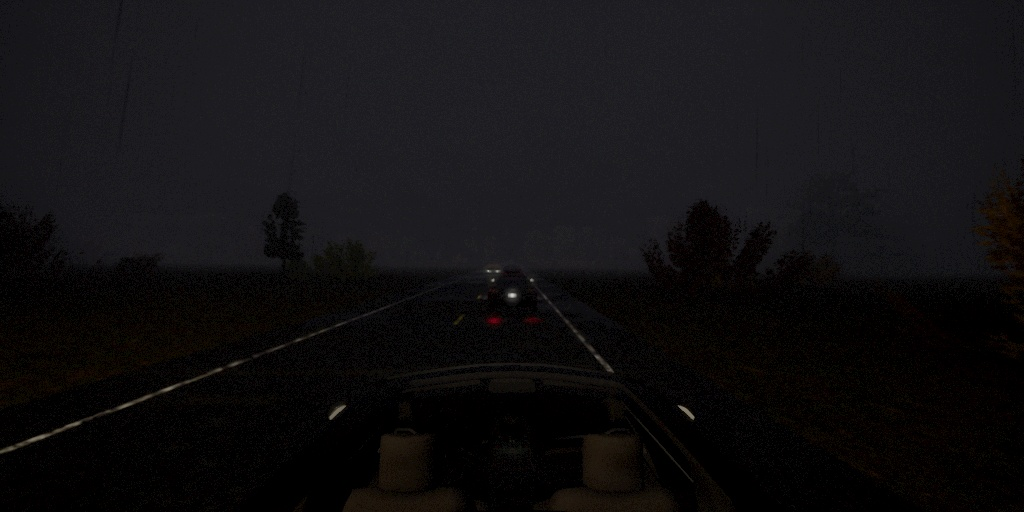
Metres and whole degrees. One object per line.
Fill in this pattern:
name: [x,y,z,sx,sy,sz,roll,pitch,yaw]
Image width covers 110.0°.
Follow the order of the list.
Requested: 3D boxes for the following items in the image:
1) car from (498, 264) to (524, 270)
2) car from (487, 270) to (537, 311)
car: [0.033,1.530,31.094,1.882,1.535,5.008,0,0,0]
car: [0.029,1.453,15.335,1.994,1.385,4.181,0,0,0]
